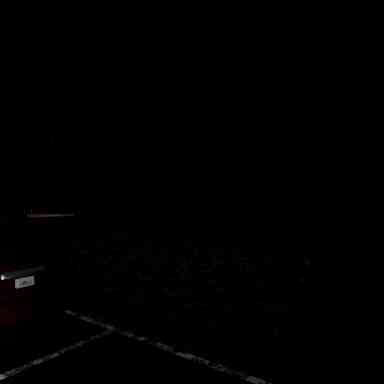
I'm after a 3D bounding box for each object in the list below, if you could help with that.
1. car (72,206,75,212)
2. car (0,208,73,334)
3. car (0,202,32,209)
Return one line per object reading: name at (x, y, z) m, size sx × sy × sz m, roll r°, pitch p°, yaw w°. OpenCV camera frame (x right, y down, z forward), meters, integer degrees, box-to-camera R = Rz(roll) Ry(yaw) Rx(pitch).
car at (-11.565, 1.846, 38.873) m, size 1.895 × 1.301 × 4.718 m, roll -1°, pitch -1°, yaw 37°
car at (-4.212, 1.316, 5.967) m, size 5.009 × 1.841 × 2.192 m, roll 0°, pitch -1°, yaw 36°
car at (-17.483, 1.654, 30.917) m, size 2.128 × 1.511 × 4.902 m, roll -1°, pitch -1°, yaw 37°
